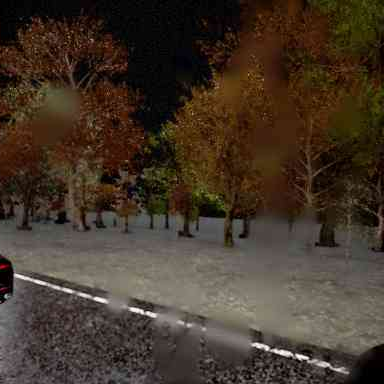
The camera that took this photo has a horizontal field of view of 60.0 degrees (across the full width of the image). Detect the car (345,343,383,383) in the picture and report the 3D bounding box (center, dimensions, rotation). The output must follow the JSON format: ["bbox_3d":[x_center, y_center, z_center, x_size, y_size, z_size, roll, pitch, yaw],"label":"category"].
[{"bbox_3d":[3.233,1.500,1.384,4.892,1.490,1.837,0,0,35],"label":"car"}]

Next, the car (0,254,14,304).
[{"bbox_3d":[-5.533,1.523,6.843,4.892,1.490,1.837,0,0,36],"label":"car"}]
